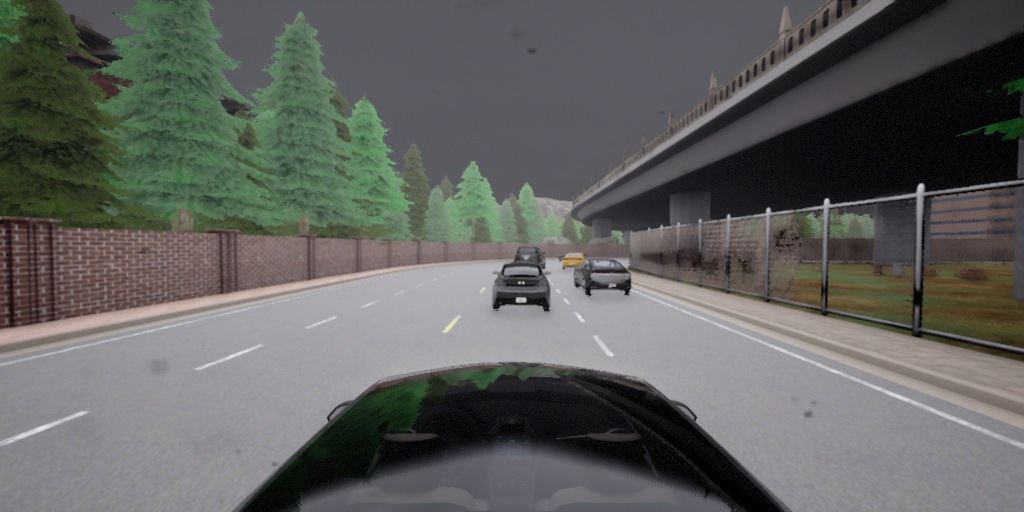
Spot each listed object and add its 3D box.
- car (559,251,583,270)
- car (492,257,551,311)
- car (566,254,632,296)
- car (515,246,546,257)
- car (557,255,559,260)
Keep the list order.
[{"bbox_3d":[5.897,0.418,32.943,1.882,1.535,5.008,0,1,17],"label":"car"},{"bbox_3d":[0.347,0.960,12.886,1.837,1.490,4.892,0,2,2],"label":"car"},{"bbox_3d":[3.957,0.868,16.282,2.128,1.511,4.902,0,2,2],"label":"car"},{"bbox_3d":[1.638,0.206,30.678,2.150,2.045,5.566,0,1,11],"label":"car"},{"bbox_3d":[8.308,0.112,49.417,4.718,1.301,1.895,-1,2,-42],"label":"car"}]
